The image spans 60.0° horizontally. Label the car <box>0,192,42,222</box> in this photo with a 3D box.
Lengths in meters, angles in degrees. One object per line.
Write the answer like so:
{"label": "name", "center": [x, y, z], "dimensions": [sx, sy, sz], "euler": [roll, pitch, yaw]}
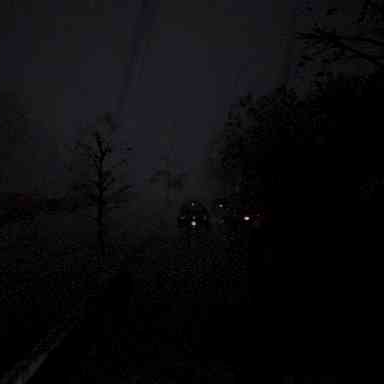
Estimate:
{"label": "car", "center": [-13.892, 1.093, 23.394], "dimensions": [5.566, 2.045, 2.435], "euler": [-1, 1, -20]}

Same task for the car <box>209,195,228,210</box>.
{"label": "car", "center": [3.101, 1.169, 37.935], "dimensions": [1.837, 1.490, 4.892], "euler": [0, 1, 0]}

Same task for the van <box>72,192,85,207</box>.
{"label": "van", "center": [-13.966, 0.966, 35.298], "dimensions": [4.442, 1.987, 1.878], "euler": [-1, 1, -20]}

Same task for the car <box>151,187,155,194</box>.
{"label": "car", "center": [-13.811, 0.185, 92.346], "dimensions": [5.008, 1.535, 2.097], "euler": [-1, 2, -20]}

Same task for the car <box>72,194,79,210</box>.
{"label": "car", "center": [-13.851, 1.230, 32.362], "dimensions": [4.892, 1.521, 2.231], "euler": [-1, 1, -20]}

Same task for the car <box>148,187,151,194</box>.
{"label": "car", "center": [-13.854, 0.226, 86.333], "dimensions": [4.553, 1.767, 2.185], "euler": [-1, 1, -20]}

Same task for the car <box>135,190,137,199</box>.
{"label": "car", "center": [-13.840, 0.833, 65.328], "dimensions": [4.674, 1.452, 2.002], "euler": [-1, 1, -20]}

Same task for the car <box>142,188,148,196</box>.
{"label": "car", "center": [-13.857, 0.320, 77.321], "dimensions": [5.566, 2.045, 2.435], "euler": [-1, 1, -20]}

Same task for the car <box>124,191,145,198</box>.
{"label": "car", "center": [-13.852, 0.531, 80.326], "dimensions": [4.792, 1.488, 2.163], "euler": [-1, 2, -20]}

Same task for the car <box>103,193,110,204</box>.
{"label": "car", "center": [-13.824, 1.103, 44.327], "dimensions": [4.792, 1.488, 2.163], "euler": [-1, 1, -20]}

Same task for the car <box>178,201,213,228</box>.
{"label": "car", "center": [0.101, 1.474, 21.252], "dimensions": [1.895, 1.301, 4.718], "euler": [0, 1, 0]}

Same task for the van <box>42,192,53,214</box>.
{"label": "van", "center": [-13.755, 1.078, 26.438], "dimensions": [4.442, 1.987, 1.878], "euler": [-1, 1, -20]}

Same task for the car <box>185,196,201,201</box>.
{"label": "car", "center": [0.101, 1.159, 38.964], "dimensions": [1.812, 1.442, 4.674], "euler": [0, 2, 0]}

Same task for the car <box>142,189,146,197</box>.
{"label": "car", "center": [-13.658, 0.627, 74.399], "dimensions": [5.366, 1.575, 1.946], "euler": [-1, 1, -20]}

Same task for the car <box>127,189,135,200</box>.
{"label": "car", "center": [-14.010, 0.838, 62.254], "dimensions": [5.366, 1.575, 1.946], "euler": [-1, 1, -20]}

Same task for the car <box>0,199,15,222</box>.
{"label": "car", "center": [-13.861, 1.416, 20.427], "dimensions": [4.674, 1.452, 2.002], "euler": [-1, 1, -20]}

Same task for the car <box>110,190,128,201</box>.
{"label": "car", "center": [-13.816, 0.948, 56.331], "dimensions": [4.792, 1.488, 2.163], "euler": [-1, 1, -20]}

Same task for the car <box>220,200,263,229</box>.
{"label": "car", "center": [3.101, 1.442, 20.841], "dimensions": [1.994, 1.385, 4.181], "euler": [0, 1, 0]}

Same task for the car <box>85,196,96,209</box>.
{"label": "car", "center": [-13.825, 1.025, 38.334], "dimensions": [4.553, 1.767, 2.185], "euler": [-1, 1, -20]}

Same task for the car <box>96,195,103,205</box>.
{"label": "car", "center": [-13.846, 1.153, 41.308], "dimensions": [4.674, 1.452, 2.002], "euler": [-1, 1, -20]}

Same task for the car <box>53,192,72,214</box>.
{"label": "car", "center": [-13.837, 1.015, 29.390], "dimensions": [5.566, 2.045, 2.435], "euler": [-1, 1, -20]}

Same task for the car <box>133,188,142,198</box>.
{"label": "car", "center": [-13.811, 0.496, 68.342], "dimensions": [5.566, 2.045, 2.435], "euler": [-1, 1, -20]}
